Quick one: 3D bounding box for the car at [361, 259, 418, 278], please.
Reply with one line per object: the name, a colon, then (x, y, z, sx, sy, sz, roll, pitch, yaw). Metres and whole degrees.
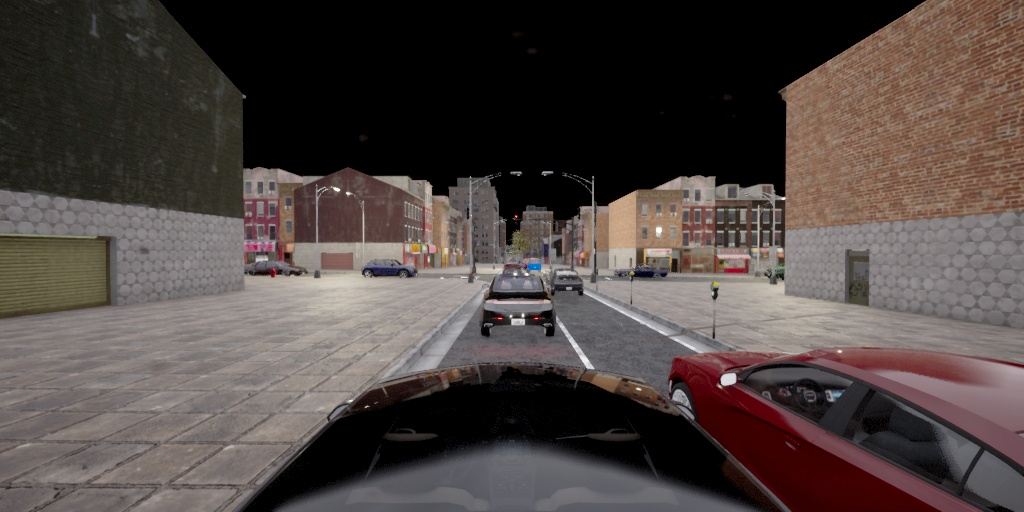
car: (-10.593, 1.039, 31.366, 4.553, 1.767, 2.097, 1, 1, 0)

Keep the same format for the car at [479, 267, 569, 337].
car: (0.147, 1.243, 10.331, 2.128, 1.511, 4.902, 0, 0, 0)

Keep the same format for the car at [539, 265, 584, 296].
car: (2.734, 1.316, 19.239, 2.007, 1.370, 4.403, 0, 0, 0)

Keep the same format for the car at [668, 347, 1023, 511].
car: (2.637, 1.294, 2.364, 1.888, 1.381, 4.507, 0, 0, 0)

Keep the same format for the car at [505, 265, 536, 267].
car: (0.230, 1.369, 20.374, 1.895, 1.301, 4.718, 0, 0, 1)

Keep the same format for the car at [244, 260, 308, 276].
car: (-20.931, 1.095, 31.436, 5.357, 1.411, 2.033, 1, 1, 0)

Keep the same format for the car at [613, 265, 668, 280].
car: (12.184, 1.549, 34.223, 4.718, 1.301, 1.895, 1, 1, 3)

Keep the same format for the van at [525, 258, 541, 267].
van: (2.887, 1.211, 46.194, 1.690, 1.789, 3.998, 0, 0, 0)

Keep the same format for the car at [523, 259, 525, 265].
car: (2.948, 1.249, 56.775, 2.192, 1.841, 5.009, 0, 0, 0)

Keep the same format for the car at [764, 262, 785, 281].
car: (27.148, 1.359, 34.015, 5.566, 2.045, 2.150, 0, 1, 1)

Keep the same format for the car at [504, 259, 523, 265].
car: (0.073, 1.337, 44.082, 1.882, 1.535, 5.008, -1, 0, 0)
